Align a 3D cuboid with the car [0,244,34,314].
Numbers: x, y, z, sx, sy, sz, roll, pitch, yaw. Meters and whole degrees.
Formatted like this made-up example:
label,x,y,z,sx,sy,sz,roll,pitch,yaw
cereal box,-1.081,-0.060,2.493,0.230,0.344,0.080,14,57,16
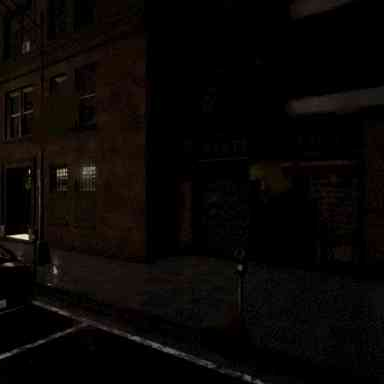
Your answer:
label,x,y,z,sx,sy,sz,roll,pitch,yaw
car,-4.827,1.551,6.510,4.403,1.369,2.008,0,0,35
